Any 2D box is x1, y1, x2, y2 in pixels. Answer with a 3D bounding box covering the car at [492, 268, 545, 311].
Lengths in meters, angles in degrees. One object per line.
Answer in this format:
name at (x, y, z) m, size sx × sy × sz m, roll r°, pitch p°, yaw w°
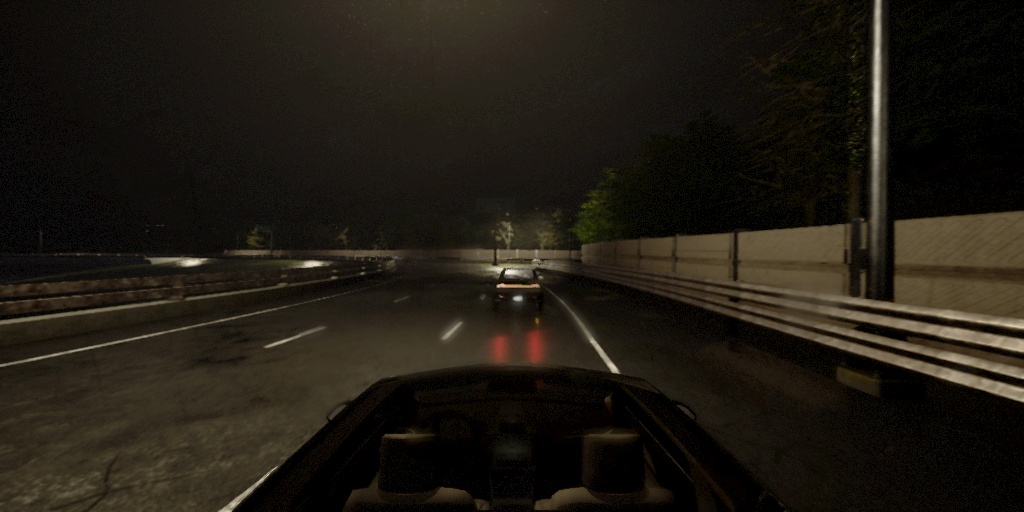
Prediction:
car at (0.253, 1.202, 14.224) m, size 2.128 × 1.511 × 4.902 m, roll 1°, pitch 0°, yaw 1°
